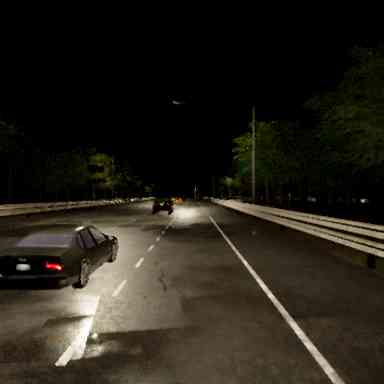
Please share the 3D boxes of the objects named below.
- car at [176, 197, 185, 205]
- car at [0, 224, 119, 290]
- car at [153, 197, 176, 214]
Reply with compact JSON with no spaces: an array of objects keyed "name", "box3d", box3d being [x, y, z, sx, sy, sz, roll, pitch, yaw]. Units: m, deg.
[{"name":"car","box3d":[-3.310,2.140,77.261,1.882,1.535,5.008,0,0,0]},{"name":"car","box3d":[-3.492,1.630,9.401,2.033,1.411,5.357,0,0,0]},{"name":"car","box3d":[-3.414,1.568,40.084,2.150,2.045,5.566,0,0,0]}]
